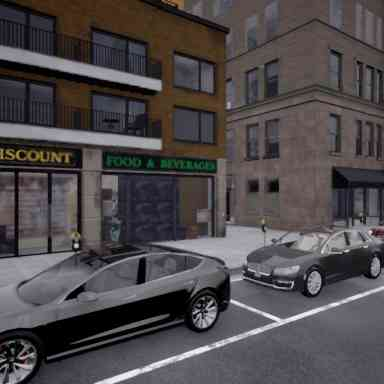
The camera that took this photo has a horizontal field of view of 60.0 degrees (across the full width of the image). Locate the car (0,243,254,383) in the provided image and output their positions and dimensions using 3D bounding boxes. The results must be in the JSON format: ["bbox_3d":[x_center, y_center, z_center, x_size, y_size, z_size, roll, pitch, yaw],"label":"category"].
[{"bbox_3d":[-1.310,1.566,5.252,4.313,1.339,1.947,0,0,-35],"label":"car"}]

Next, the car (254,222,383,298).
[{"bbox_3d":[3.199,1.551,8.434,4.403,1.369,2.008,0,0,-35],"label":"car"}]
